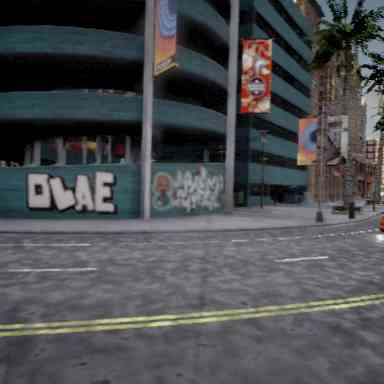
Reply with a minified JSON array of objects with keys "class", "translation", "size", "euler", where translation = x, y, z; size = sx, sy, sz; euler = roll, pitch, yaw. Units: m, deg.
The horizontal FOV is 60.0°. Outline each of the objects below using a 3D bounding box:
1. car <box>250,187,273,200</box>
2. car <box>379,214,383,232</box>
[{"class":"car","translation":[10.321,0.243,50.069],"size":[2.435,2.045,5.566],"euler":[3,2,36]},{"class":"car","translation":[11.928,1.299,17.831],"size":[4.553,1.767,2.097],"euler":[0,2,-40]}]
